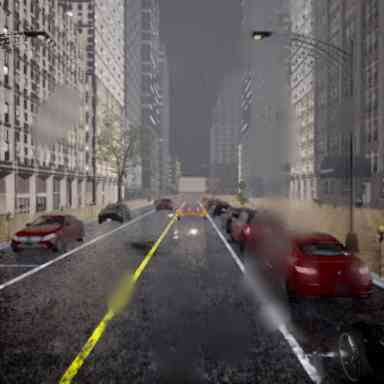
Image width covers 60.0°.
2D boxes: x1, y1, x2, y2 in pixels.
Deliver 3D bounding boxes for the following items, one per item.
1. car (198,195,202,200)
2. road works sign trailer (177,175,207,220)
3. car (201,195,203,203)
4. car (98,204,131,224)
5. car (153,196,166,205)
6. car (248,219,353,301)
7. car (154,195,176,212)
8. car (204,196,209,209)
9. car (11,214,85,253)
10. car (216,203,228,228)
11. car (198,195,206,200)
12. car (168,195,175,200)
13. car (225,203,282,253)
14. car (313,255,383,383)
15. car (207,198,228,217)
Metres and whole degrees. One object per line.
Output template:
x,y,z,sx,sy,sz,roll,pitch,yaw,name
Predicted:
2.675,1.493,70.128,1.887,1.381,4.507,-1,0,0,car
-0.002,0.448,26.891,2.380,3.560,2.880,0,0,0,road works sign trailer
2.677,1.493,47.726,1.752,1.417,4.829,-1,0,0,car
-5.701,1.551,24.982,1.947,1.339,4.313,-1,0,0,car
-5.704,1.509,58.830,2.008,1.369,4.403,-1,0,0,car
2.681,1.577,8.057,1.802,1.307,4.206,-1,0,0,car
-3.094,1.453,38.387,1.882,1.535,5.008,0,0,0,car
2.678,1.517,41.913,1.887,1.381,4.507,-1,0,0,car
-5.699,1.574,13.700,1.802,1.307,4.206,-1,0,0,car
2.680,1.554,19.342,1.947,1.339,4.313,-1,0,0,car
2.673,1.475,92.698,2.008,1.369,4.403,-1,0,0,car
-5.708,1.450,92.509,1.752,1.417,4.829,-1,0,0,car
2.680,1.432,13.700,1.967,1.590,4.097,-1,0,0,car
2.682,1.565,2.414,1.947,1.339,4.313,-1,0,0,car
2.679,1.547,30.628,1.947,1.339,4.313,-1,0,0,car
